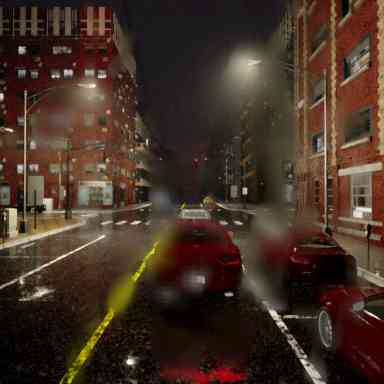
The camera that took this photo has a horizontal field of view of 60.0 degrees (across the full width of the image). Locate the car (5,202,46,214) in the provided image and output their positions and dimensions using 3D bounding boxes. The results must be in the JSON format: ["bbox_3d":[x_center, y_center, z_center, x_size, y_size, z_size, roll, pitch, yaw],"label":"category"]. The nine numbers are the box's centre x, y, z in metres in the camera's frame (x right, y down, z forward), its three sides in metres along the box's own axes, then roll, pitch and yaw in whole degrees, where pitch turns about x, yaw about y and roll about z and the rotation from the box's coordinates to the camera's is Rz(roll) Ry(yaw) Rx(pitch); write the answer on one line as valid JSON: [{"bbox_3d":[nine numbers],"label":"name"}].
[{"bbox_3d":[-18.646,1.730,37.343,4.313,1.339,1.947,0,-1,0],"label":"car"}]

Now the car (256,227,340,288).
[{"bbox_3d":[2.853,1.584,8.924,1.802,1.307,4.206,1,0,0],"label":"car"}]

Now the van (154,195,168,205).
[{"bbox_3d":[-5.575,1.359,58.231,1.690,1.788,3.998,1,0,0],"label":"van"}]

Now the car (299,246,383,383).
[{"bbox_3d":[2.673,1.583,3.268,1.802,1.307,4.206,1,0,0],"label":"car"}]

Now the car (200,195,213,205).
[{"bbox_3d":[2.802,1.543,58.347,1.752,1.417,4.829,1,0,0],"label":"car"}]

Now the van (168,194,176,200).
[{"bbox_3d":[-5.516,1.375,92.145,1.690,1.788,3.998,1,0,0],"label":"van"}]

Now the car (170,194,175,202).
[{"bbox_3d":[-5.549,1.607,75.187,1.802,1.307,4.206,1,0,0],"label":"car"}]

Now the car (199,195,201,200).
[{"bbox_3d":[2.841,1.572,80.787,1.887,1.381,4.507,1,0,0],"label":"car"}]

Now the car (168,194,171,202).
[{"bbox_3d":[-5.569,1.602,63.883,1.802,1.307,4.206,1,0,0],"label":"car"}]

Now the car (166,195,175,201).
[{"bbox_3d":[-5.529,1.582,86.492,2.008,1.369,4.403,1,0,0],"label":"car"}]

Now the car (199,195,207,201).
[{"bbox_3d":[2.851,1.597,86.439,1.947,1.339,4.313,1,0,0],"label":"car"}]

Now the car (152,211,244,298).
[{"bbox_3d":[0.113,1.480,8.606,1.882,1.535,5.008,0,0,0],"label":"car"}]
